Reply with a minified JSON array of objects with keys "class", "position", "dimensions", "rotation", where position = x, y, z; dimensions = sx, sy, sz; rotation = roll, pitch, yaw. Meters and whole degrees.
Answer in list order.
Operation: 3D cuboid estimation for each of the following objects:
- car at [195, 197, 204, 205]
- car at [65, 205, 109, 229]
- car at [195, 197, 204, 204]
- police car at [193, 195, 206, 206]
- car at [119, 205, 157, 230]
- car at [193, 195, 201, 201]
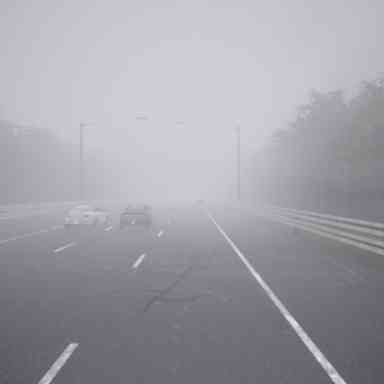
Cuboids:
[{"class":"car","position":[1.501,1.716,66.703],"dimensions":[1.812,1.442,4.674],"rotation":[0,0,2]},{"class":"car","position":[-6.894,1.586,22.031],"dimensions":[1.812,1.442,4.674],"rotation":[0,0,0]},{"class":"car","position":[1.676,1.734,72.654],"dimensions":[1.812,1.442,4.674],"rotation":[0,0,2]},{"class":"police car","position":[1.275,1.586,56.891],"dimensions":[1.930,1.638,5.238],"rotation":[0,0,1]},{"class":"car","position":[-3.395,1.551,21.528],"dimensions":[2.128,1.511,4.902],"rotation":[0,0,0]},{"class":"car","position":[1.364,1.692,91.416],"dimensions":[1.837,1.490,4.892],"rotation":[0,0,3]}]
